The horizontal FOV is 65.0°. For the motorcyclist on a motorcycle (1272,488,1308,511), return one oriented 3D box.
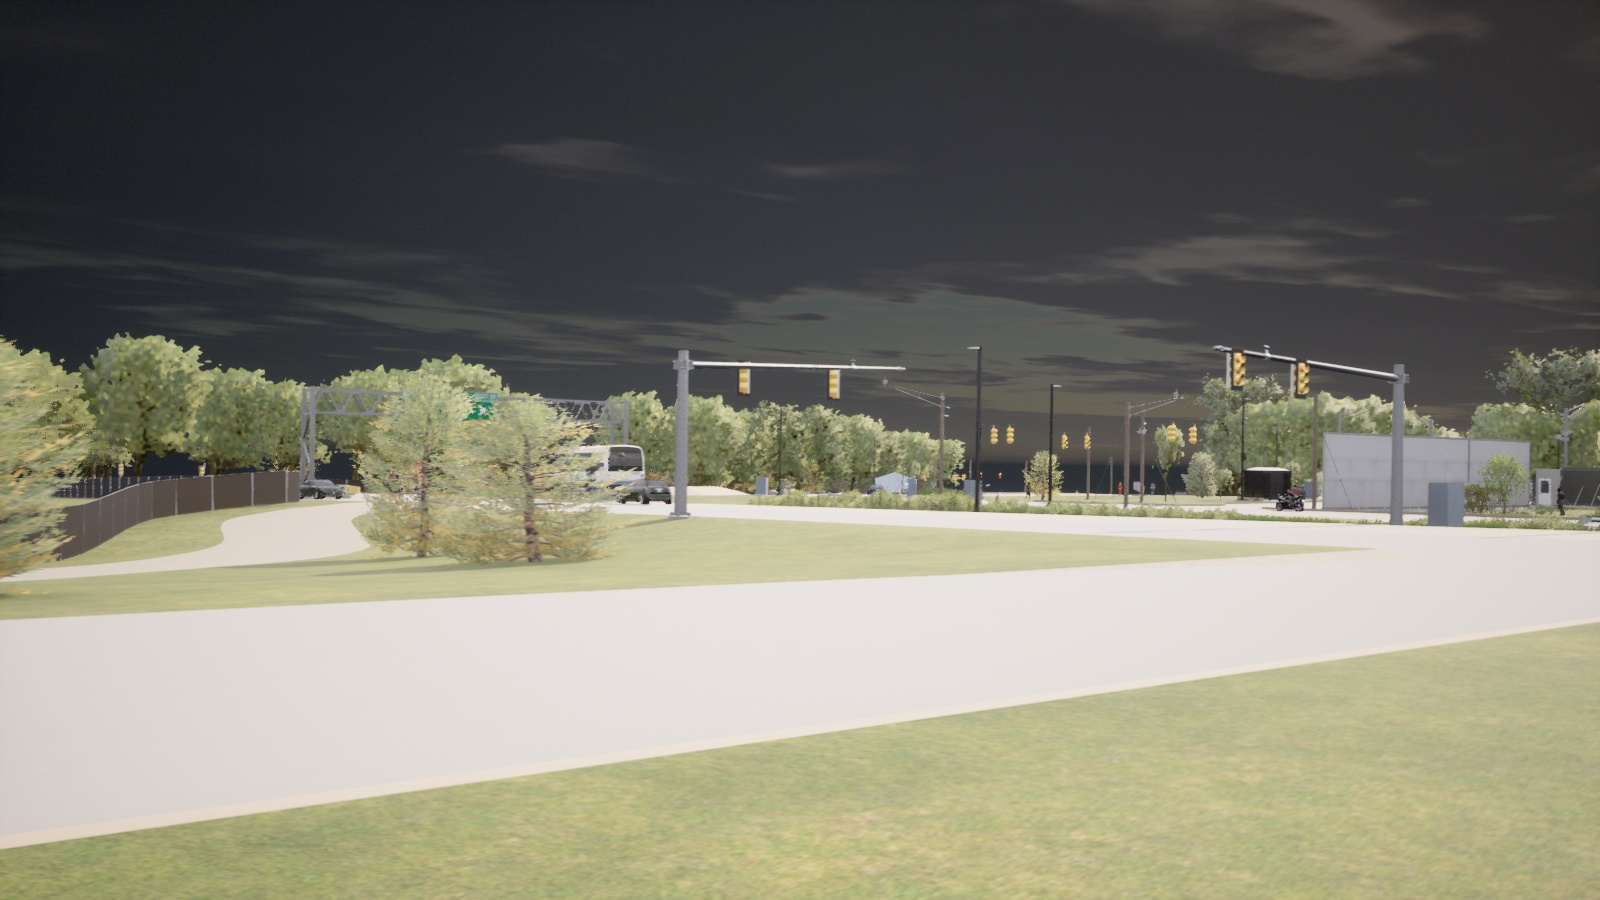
[{"bbox_3d":[33.754,3.375,86.559,0.866,1.530,2.191,1,-1,-34],"label":"motorcyclist on a motorcycle"}]

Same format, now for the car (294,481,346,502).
[{"bbox_3d":[-35.426,3.063,92.702,1.837,1.490,4.892,1,-2,-44],"label":"car"}]

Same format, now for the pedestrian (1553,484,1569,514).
[{"bbox_3d":[47.096,3.016,77.749,0.370,1.835,0.726,1,0,-35],"label":"pedestrian"}]

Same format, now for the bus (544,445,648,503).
[{"bbox_3d":[-15.973,1.911,97.576,3.944,4.253,10.273,1,-2,-35],"label":"bus"}]

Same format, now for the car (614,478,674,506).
[{"bbox_3d":[-10.365,2.770,83.242,2.097,1.767,4.553,1,-2,-35],"label":"car"}]
